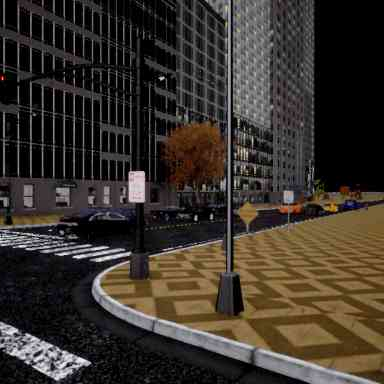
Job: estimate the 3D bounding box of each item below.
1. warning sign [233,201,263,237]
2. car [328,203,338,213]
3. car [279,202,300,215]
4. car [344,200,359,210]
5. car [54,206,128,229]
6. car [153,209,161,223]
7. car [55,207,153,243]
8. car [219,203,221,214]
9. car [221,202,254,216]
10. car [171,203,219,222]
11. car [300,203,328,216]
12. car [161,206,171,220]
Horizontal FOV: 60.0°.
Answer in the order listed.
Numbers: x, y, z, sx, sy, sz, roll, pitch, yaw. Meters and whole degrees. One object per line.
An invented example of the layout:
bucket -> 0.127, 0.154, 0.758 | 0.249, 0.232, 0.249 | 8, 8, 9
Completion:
warning sign -> 3.112, 1.454, 18.562 | 1.300, 1.860, 1.060 | 1, 1, 33
car -> 21.886, 2.510, 52.975 | 1.882, 1.535, 5.008 | 0, -1, 33
car -> 13.751, 2.204, 46.265 | 2.097, 1.767, 4.553 | 0, -1, 33
car -> 31.485, 2.537, 65.764 | 2.150, 2.045, 5.566 | 0, -1, 33
car -> -7.535, 1.873, 25.518 | 2.033, 1.411, 5.357 | 0, -1, 33
car -> -4.883, 1.874, 23.634 | 2.033, 1.411, 5.357 | 0, -1, 33
car -> -4.691, 1.733, 17.599 | 2.128, 1.511, 4.902 | 0, -1, 36
car -> 3.062, 2.167, 41.934 | 2.128, 1.511, 4.902 | 0, -1, 33
car -> 5.866, 2.034, 40.284 | 2.097, 1.767, 4.553 | 0, -1, 33
car -> 0.396, 2.006, 31.820 | 1.837, 1.490, 4.892 | 0, -1, 33
car -> 16.288, 2.354, 44.210 | 1.837, 1.490, 4.892 | 0, -1, 33
car -> -2.338, 2.098, 33.578 | 1.895, 1.301, 4.718 | 0, -1, 33
